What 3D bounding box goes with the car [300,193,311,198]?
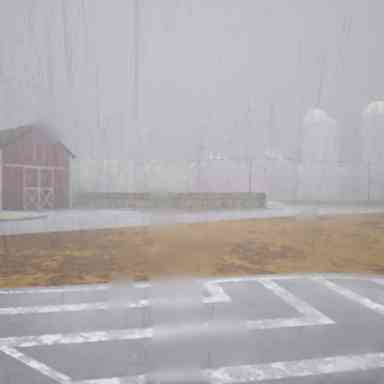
[{"bbox_3d":[29.690,1.600,87.109,2.242,1.667,4.611,0,0,35],"label":"car"}]
